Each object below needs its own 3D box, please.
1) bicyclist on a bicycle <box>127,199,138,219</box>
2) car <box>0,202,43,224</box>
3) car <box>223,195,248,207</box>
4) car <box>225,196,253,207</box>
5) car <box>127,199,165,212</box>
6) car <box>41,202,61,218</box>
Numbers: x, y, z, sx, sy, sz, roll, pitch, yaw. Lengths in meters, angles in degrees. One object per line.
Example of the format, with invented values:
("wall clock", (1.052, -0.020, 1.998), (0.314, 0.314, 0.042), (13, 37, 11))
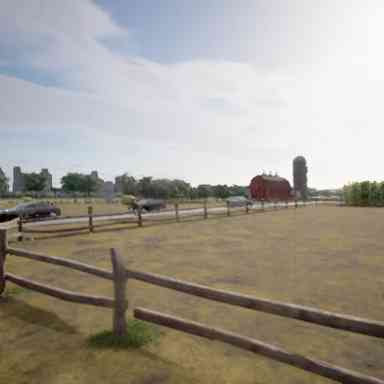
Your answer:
("bicyclist on a bicycle", (-4.801, 1.380, 27.470), (1.656, 1.620, 0.582), (0, 0, 35))
("car", (-12.793, 1.567, 21.930), (1.895, 1.301, 4.718), (-2, -1, 36))
("car", (7.196, 1.458, 54.524), (2.097, 1.767, 4.553), (-2, -1, 35))
("car", (7.233, 1.563, 49.726), (2.033, 1.411, 5.357), (-2, -1, 36))
("car", (-5.113, 1.543, 37.360), (1.882, 1.535, 5.008), (-2, 0, 35))
("car", (-12.885, 1.550, 26.405), (1.837, 1.490, 4.892), (-2, -1, 35))
